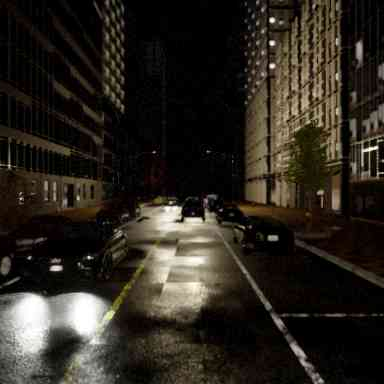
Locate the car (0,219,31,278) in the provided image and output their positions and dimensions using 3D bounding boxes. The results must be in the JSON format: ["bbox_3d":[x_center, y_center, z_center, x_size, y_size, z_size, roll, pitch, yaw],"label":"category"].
[{"bbox_3d":[-5.695,1.542,7.389,1.887,1.381,4.507,0,0,0],"label":"car"}]

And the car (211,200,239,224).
[{"bbox_3d":[2.669,1.550,24.467,1.947,1.339,4.313,0,0,0],"label":"car"}]

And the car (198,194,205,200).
[{"bbox_3d":[2.606,1.398,92.943,1.752,1.417,4.829,0,0,0],"label":"car"}]

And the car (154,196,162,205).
[{"bbox_3d":[-5.743,1.466,58.453,1.752,1.417,4.829,0,0,0],"label":"car"}]

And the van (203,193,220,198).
[{"bbox_3d":[2.654,1.307,41.545,1.690,1.788,3.998,0,0,0],"label":"van"}]

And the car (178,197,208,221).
[{"bbox_3d":[0.075,1.460,27.093,1.882,1.535,5.008,0,0,0],"label":"car"}]

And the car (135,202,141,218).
[{"bbox_3d":[-5.717,1.545,30.160,1.947,1.339,4.313,0,0,0],"label":"car"}]

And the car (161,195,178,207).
[{"bbox_3d":[-3.126,1.443,51.674,2.128,1.511,4.902,0,0,0],"label":"car"}]

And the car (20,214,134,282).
[{"bbox_3d":[-3.109,1.559,9.615,1.994,1.385,4.181,0,0,0],"label":"car"}]

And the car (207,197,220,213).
[{"bbox_3d":[2.659,1.539,35.852,1.947,1.339,4.313,0,0,0],"label":"car"}]

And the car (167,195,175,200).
[{"bbox_3d":[-5.775,1.440,92.779,1.947,1.339,4.313,0,0,0],"label":"car"}]

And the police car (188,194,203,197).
[{"bbox_3d":[0.044,1.388,43.791,1.930,1.638,5.238,0,0,0],"label":"police car"}]

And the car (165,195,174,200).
[{"bbox_3d":[-5.769,1.437,87.086,2.008,1.369,4.403,0,0,0],"label":"car"}]

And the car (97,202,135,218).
[{"bbox_3d":[-5.711,1.529,24.468,1.887,1.381,4.507,0,0,0],"label":"car"}]

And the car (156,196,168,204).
[{"bbox_3d":[-5.748,1.482,64.317,2.008,1.369,4.403,0,0,0],"label":"car"}]

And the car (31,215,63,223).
[{"bbox_3d":[-5.701,1.575,13.083,1.802,1.307,4.206,0,0,0],"label":"car"}]

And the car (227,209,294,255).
[{"bbox_3d":[2.680,1.559,13.083,1.947,1.339,4.313,0,0,0],"label":"car"}]

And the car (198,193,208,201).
[{"bbox_3d":[2.618,1.213,81.390,2.192,1.841,5.009,0,0,0],"label":"car"}]
